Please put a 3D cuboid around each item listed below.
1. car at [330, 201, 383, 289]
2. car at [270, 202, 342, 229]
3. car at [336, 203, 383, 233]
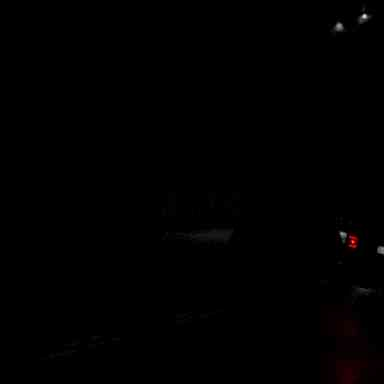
[{"bbox_3d":[5.909,1.223,7.966,5.566,2.045,2.150,0,0,-36],"label":"car"},{"bbox_3d":[7.747,1.494,22.424,4.902,1.511,2.128,0,0,-35],"label":"car"},{"bbox_3d":[11.095,1.507,20.514,4.892,1.490,1.837,0,0,-36],"label":"car"}]
